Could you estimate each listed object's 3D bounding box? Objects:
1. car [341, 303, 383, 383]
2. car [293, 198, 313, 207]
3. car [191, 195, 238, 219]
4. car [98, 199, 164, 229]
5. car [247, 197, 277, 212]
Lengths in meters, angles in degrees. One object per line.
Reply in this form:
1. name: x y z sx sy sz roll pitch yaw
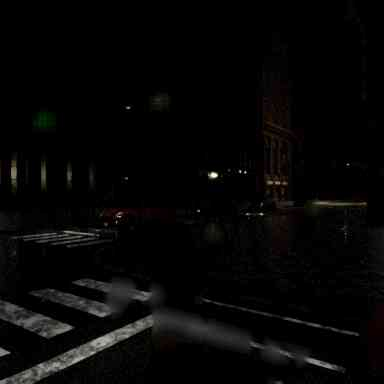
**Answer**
1. car: 3.534 1.221 1.168 5.566 2.045 2.150 0 0 36
2. car: 17.092 1.655 51.069 1.994 1.385 4.181 0 0 36
3. car: 2.198 1.258 30.510 2.150 2.045 5.566 0 0 36
4. car: -3.920 1.376 21.976 2.097 1.767 4.553 0 0 35
5. car: 8.173 1.401 38.805 2.097 1.767 4.553 0 0 35
